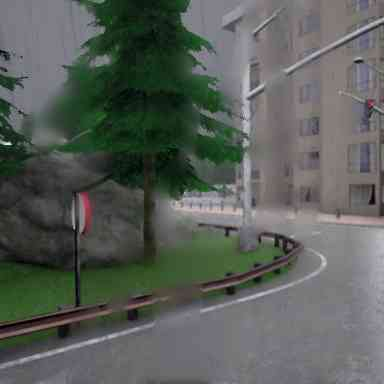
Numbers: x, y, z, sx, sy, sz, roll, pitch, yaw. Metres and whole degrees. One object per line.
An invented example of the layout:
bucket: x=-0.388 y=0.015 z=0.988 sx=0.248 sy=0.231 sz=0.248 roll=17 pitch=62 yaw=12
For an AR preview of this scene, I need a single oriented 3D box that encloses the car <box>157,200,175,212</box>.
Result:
car: x=-3.125 y=1.380 z=26.483 sx=1.837 sy=1.490 sz=4.892 roll=-1 pitch=1 yaw=-36
